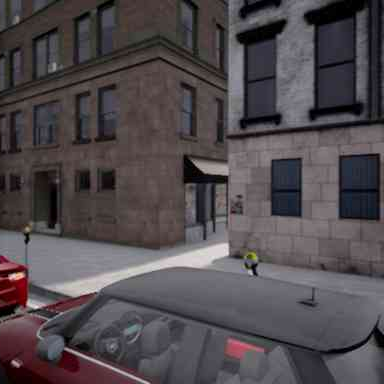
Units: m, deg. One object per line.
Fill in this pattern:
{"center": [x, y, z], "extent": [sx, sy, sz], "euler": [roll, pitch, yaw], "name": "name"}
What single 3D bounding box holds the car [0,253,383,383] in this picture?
{"center": [-0.253, 1.438, 2.987], "extent": [4.097, 1.590, 1.967], "euler": [0, 0, 35], "name": "car"}
